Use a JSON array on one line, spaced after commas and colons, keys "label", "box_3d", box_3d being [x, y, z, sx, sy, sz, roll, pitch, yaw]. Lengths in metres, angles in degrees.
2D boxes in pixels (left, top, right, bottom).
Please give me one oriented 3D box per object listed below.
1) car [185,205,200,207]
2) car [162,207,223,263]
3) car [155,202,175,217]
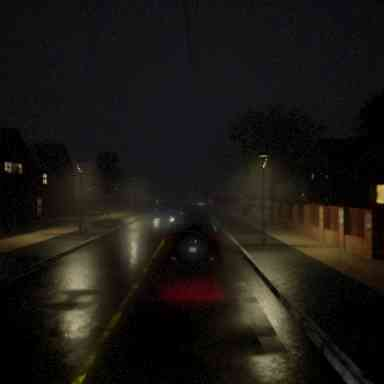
[{"label": "car", "box_3d": [0.044, 1.745, 26.649, 2.033, 1.411, 5.357, 0, -1, 0]}, {"label": "car", "box_3d": [0.050, 1.561, 12.318, 1.882, 1.535, 5.008, 0, 0, 0]}, {"label": "car", "box_3d": [-2.830, 1.762, 35.557, 1.882, 1.535, 5.008, 0, -1, 0]}]
